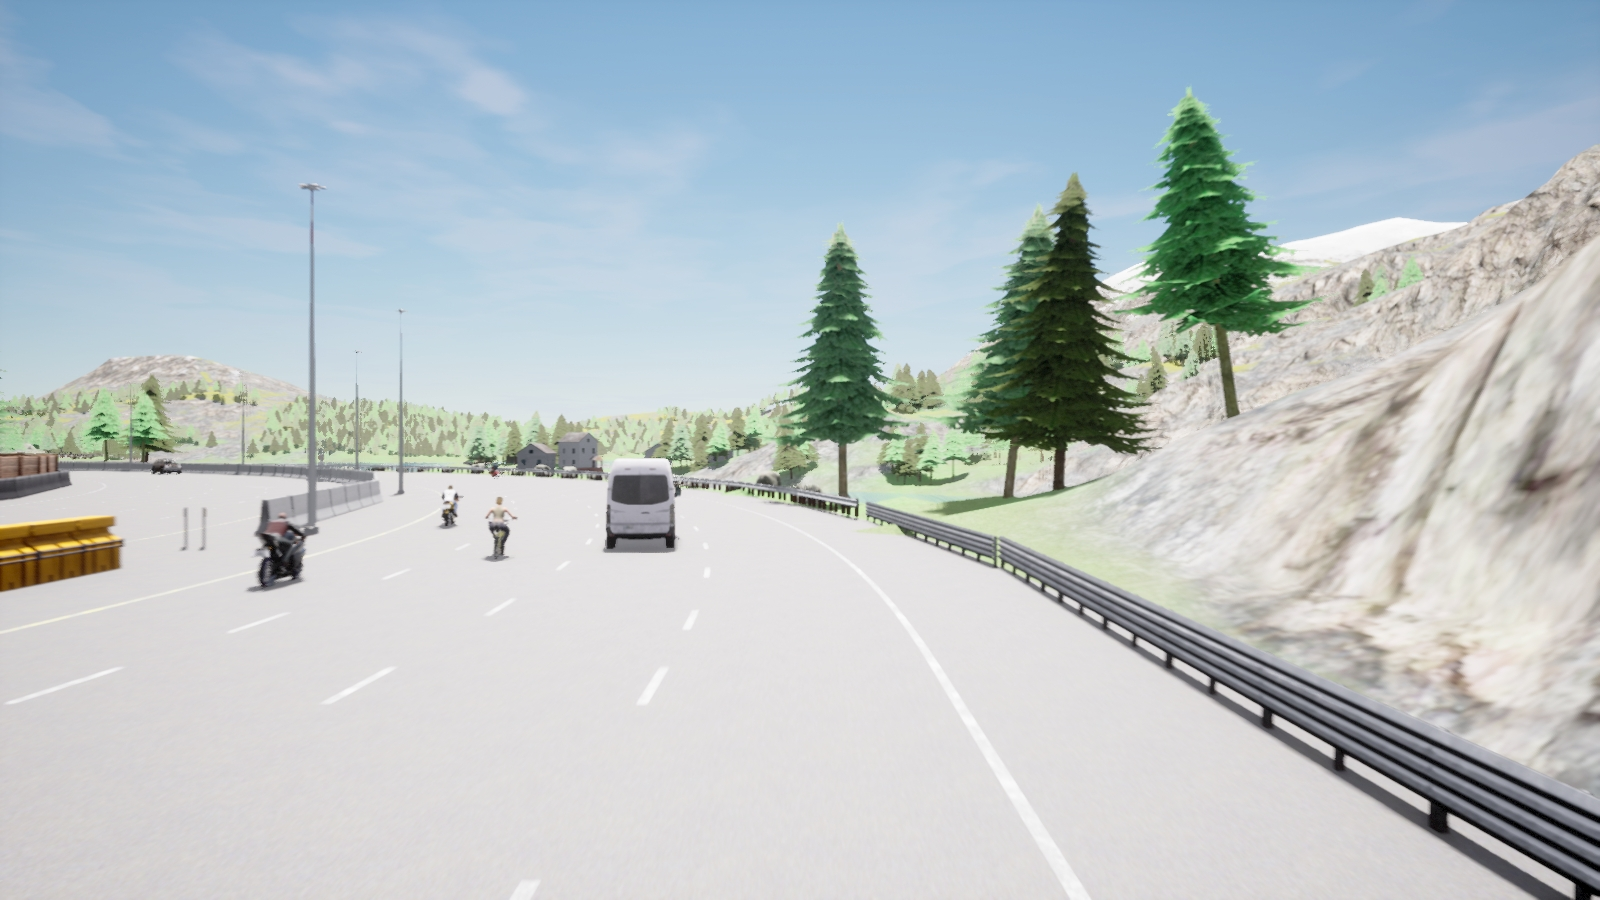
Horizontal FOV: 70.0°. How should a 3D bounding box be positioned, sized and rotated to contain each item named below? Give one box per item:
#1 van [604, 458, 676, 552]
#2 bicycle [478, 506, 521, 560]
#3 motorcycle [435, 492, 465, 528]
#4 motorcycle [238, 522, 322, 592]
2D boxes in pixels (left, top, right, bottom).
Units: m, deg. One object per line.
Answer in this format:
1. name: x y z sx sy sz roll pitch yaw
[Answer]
1. van: -4.768 1.535 34.655 1.988 2.561 5.915 0 0 -6
2. bicycle: -7.792 2.149 29.693 0.859 1.295 1.487 0 0 -6
3. motorcycle: -12.870 2.177 42.073 0.803 1.217 2.033 0 0 -9
4. motorcycle: -10.854 2.205 23.946 0.867 1.251 2.209 0 0 -3
